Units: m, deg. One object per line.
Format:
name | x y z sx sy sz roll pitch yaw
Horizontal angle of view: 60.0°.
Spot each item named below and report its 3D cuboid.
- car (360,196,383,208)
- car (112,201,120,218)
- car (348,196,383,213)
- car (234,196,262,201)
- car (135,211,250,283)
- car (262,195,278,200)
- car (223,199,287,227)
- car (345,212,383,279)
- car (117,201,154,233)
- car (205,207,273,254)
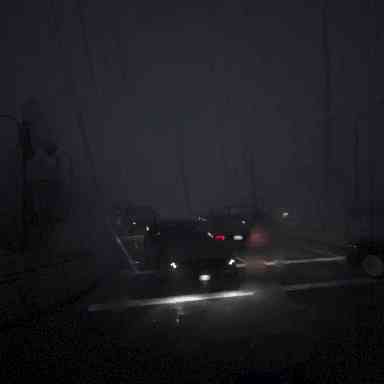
car | 23.971 1.274 43.118 1.845 1.501 3.633 0 0 -17
car | -6.222 1.515 30.091 2.033 1.411 5.357 0 0 -17
car | 15.633 1.356 29.149 1.970 1.475 3.806 0 0 -17
car | 7.433 1.288 46.124 2.007 1.523 4.514 0 0 -17
car | -0.371 1.543 10.093 2.033 1.411 5.357 0 0 -14
car | 10.423 1.278 47.074 2.152 1.636 5.027 0 0 -17
car | 2.859 1.466 19.895 5.357 1.411 2.033 -3 1 -15
car | 6.518 1.476 8.218 5.008 1.535 1.882 0 0 40
car | -3.083 1.529 19.933 2.033 1.411 5.357 0 0 -17
car | 1.355 1.538 13.390 2.033 1.411 5.357 0 0 -3
